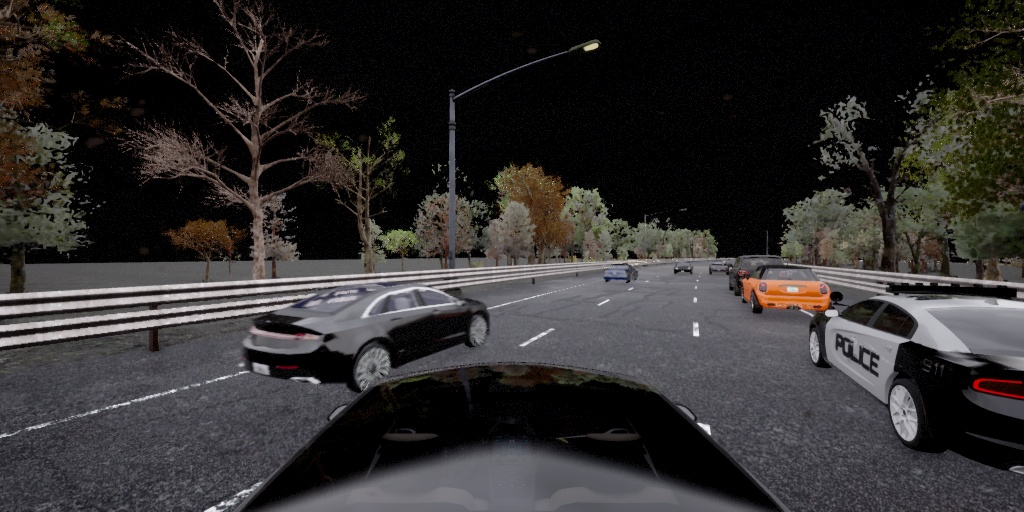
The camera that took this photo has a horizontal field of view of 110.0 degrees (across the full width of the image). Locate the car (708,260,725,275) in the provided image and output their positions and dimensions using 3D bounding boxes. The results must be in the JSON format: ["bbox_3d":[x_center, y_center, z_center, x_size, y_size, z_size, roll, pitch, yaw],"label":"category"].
[{"bbox_3d":[22.663,1.261,39.257,2.128,1.511,4.902,0,0,30],"label":"car"}]

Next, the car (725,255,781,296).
[{"bbox_3d":[12.749,0.978,18.756,2.150,2.045,5.566,0,0,27],"label":"car"}]

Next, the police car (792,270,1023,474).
[{"bbox_3d":[5.634,1.175,4.739,1.930,1.638,5.238,0,0,26],"label":"police car"}]

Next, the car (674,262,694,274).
[{"bbox_3d":[19.537,1.370,40.695,1.895,1.301,4.718,0,0,29],"label":"car"}]

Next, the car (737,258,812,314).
[{"bbox_3d":[10.006,1.102,13.437,2.097,1.767,4.553,0,0,27],"label":"car"}]

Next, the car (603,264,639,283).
[{"bbox_3d":[8.506,1.304,27.741,2.033,1.411,5.357,0,0,28],"label":"car"}]

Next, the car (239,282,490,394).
[{"bbox_3d":[-2.185,1.241,6.816,2.128,1.511,4.902,0,0,26],"label":"car"}]
